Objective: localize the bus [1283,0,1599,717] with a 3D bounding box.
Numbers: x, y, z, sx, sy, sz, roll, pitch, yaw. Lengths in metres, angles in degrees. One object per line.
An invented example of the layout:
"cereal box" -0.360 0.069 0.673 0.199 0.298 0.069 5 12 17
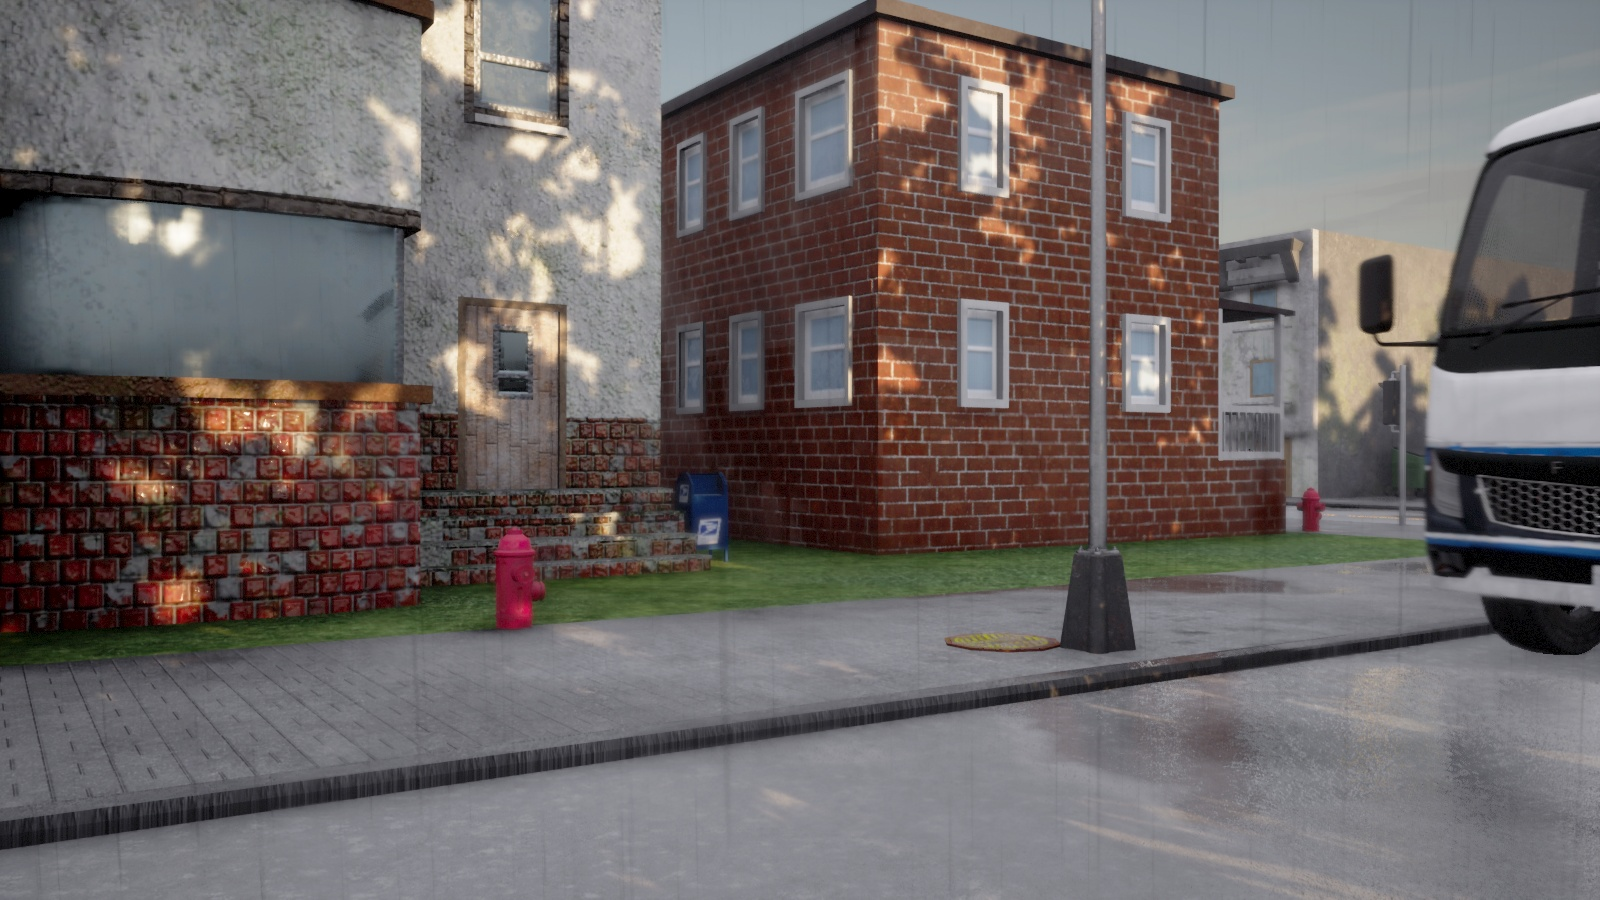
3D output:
"bus" 8.847 -0.626 9.820 10.273 4.253 3.944 0 0 -31
